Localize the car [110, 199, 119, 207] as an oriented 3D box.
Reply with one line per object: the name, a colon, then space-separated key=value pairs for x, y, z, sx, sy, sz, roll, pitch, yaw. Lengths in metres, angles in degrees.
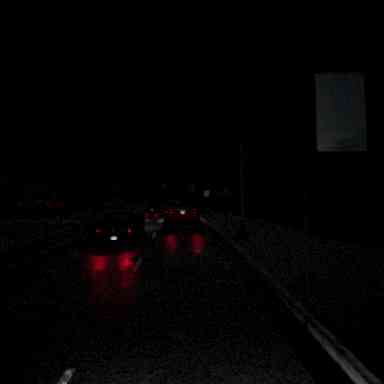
car: x=-21.273 y=2.931 z=81.087 sx=5.366 sy=1.575 sz=1.946 roll=0 pitch=-2 yaw=-24

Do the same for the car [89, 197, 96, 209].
car: x=-19.996 y=1.914 z=57.236 sx=5.566 sy=2.045 sz=2.435 roll=0 pitch=-1 yaw=-24

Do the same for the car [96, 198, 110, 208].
car: x=-20.921 y=2.517 z=72.091 sx=4.553 sy=1.767 sz=2.185 roll=0 pitch=-2 yaw=-24

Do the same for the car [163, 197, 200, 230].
car: x=-0.709 y=1.316 z=22.225 sx=2.150 sy=2.045 sz=5.566 roll=0 pitch=0 yaw=-3

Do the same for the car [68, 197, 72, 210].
car: x=-19.264 y=1.743 z=45.356 sx=4.553 sy=1.767 sz=2.185 roll=0 pitch=-1 yaw=-23

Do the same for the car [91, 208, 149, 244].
car: x=-3.387 y=1.656 z=16.167 sx=1.895 sy=1.301 sz=4.718 roll=0 pitch=0 yaw=-3

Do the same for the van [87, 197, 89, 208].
van: x=-19.682 y=1.857 z=54.328 sx=4.442 sy=1.987 sz=1.878 roll=0 pitch=-2 yaw=-24

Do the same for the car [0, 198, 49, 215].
car: x=-18.674 y=1.706 z=36.455 sx=5.008 sy=1.535 sz=2.097 roll=0 pitch=-1 yaw=-23

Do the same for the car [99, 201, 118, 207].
car: x=-21.805 y=3.168 z=86.948 sx=4.674 sy=1.452 sz=2.002 roll=0 pitch=-2 yaw=-24

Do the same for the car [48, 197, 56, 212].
car: x=-18.898 y=1.628 z=39.416 sx=4.553 sy=1.767 sz=2.185 roll=0 pitch=-1 yaw=-24

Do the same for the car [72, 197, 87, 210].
car: x=-19.580 y=1.754 z=51.327 sx=5.566 sy=2.045 sz=2.435 roll=0 pitch=-2 yaw=-24

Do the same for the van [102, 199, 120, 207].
van: x=-21.890 y=3.000 z=89.981 sx=4.442 sy=1.987 sz=1.878 roll=0 pitch=-2 yaw=-24

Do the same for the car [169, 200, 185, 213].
car: x=-1.952 y=1.833 z=42.422 sx=1.882 sy=1.535 sz=5.008 roll=0 pitch=-1 yaw=-4

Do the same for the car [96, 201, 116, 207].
car: x=-21.628 y=3.071 z=83.982 sx=4.674 sy=1.452 sz=2.002 roll=0 pitch=-2 yaw=-24

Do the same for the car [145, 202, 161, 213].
car: x=-4.970 y=1.954 z=42.613 sx=1.895 sy=1.301 sz=4.718 roll=0 pitch=-1 yaw=-4

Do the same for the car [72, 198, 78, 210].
car: x=-19.420 y=1.973 z=48.332 sx=4.674 sy=1.452 sz=2.002 roll=0 pitch=-2 yaw=-24

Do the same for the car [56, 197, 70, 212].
car: x=-18.882 y=1.803 z=42.475 sx=5.366 sy=1.575 sz=1.946 roll=0 pitch=-1 yaw=-24
